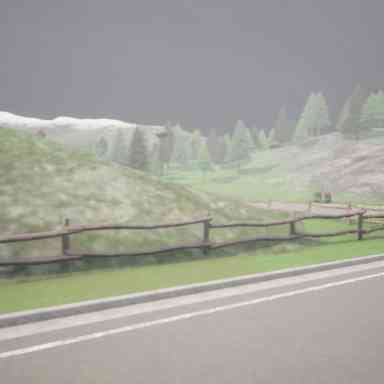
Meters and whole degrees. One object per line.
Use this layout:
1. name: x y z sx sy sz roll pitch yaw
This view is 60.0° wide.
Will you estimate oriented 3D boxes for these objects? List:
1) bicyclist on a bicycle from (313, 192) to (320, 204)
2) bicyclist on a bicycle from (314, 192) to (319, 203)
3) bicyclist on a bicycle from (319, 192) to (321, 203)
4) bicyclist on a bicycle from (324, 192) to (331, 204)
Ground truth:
1. bicyclist on a bicycle: 18.253 0.840 48.758 0.582 1.620 1.656 1 1 38
2. bicyclist on a bicycle: 18.603 0.849 48.482 0.582 1.620 1.656 1 1 38
3. bicyclist on a bicycle: 19.300 0.865 47.927 0.582 1.620 1.656 1 1 39
4. bicyclist on a bicycle: 19.647 0.874 47.648 0.582 1.620 1.656 1 1 39
